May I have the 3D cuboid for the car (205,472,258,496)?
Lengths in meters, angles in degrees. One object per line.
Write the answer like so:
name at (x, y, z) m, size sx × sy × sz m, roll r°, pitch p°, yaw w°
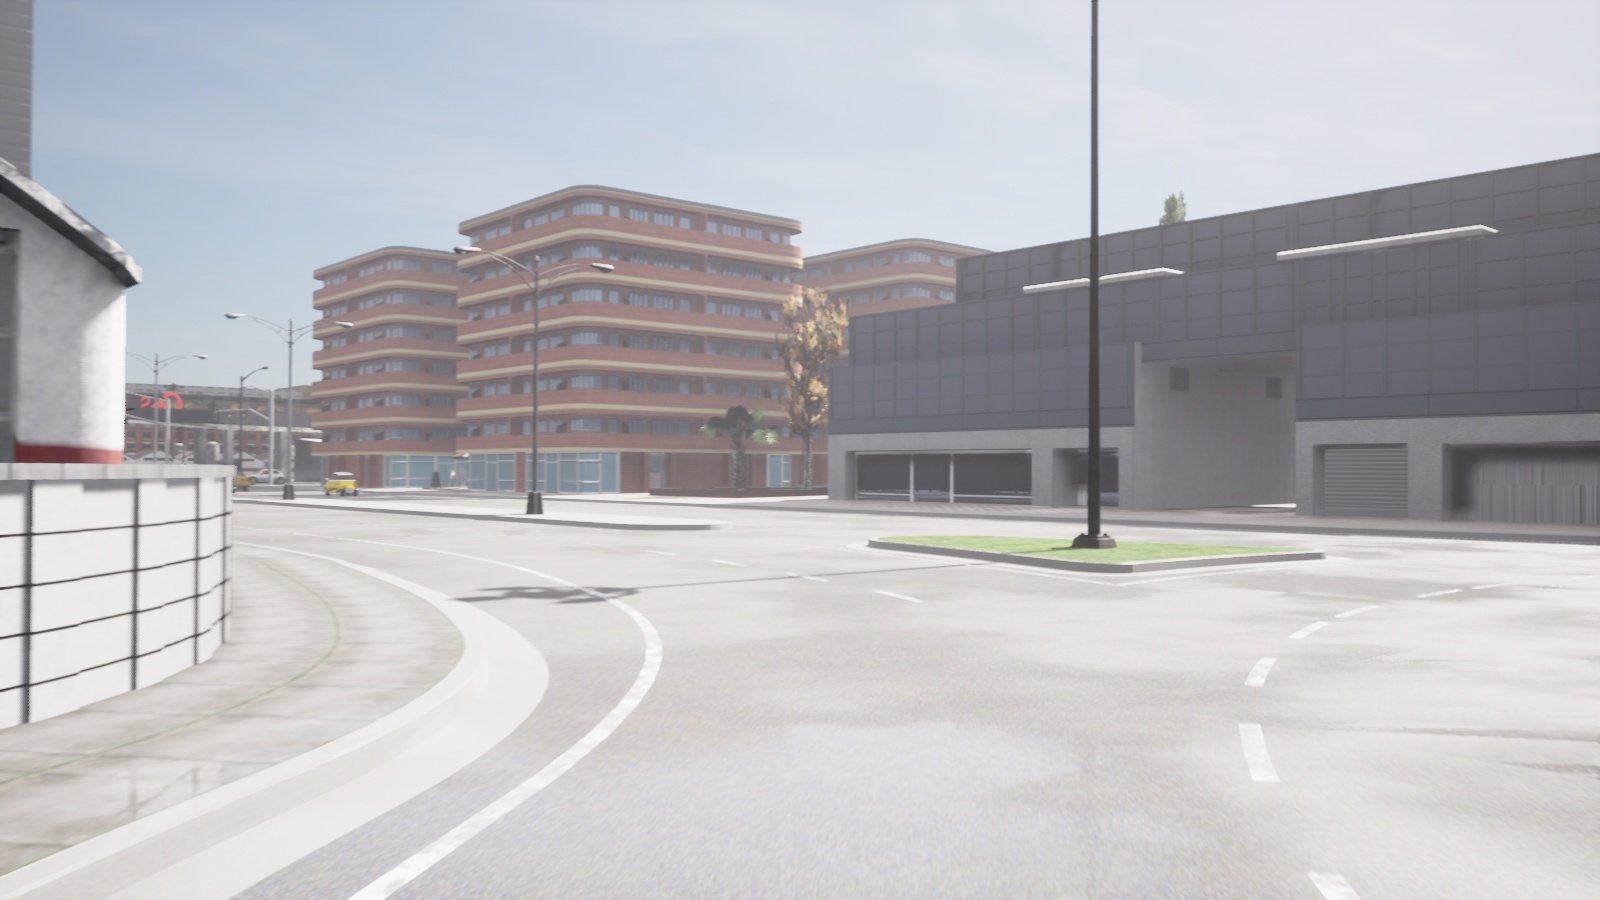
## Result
car at (-39.301, 2.324, 86.757) m, size 1.801 × 1.575 × 5.366 m, roll 1°, pitch -1°, yaw -41°

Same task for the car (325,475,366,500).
car at (-25.841, 2.142, 71.393) m, size 1.481 × 1.376 × 2.207 m, roll 1°, pitch -1°, yaw -41°
